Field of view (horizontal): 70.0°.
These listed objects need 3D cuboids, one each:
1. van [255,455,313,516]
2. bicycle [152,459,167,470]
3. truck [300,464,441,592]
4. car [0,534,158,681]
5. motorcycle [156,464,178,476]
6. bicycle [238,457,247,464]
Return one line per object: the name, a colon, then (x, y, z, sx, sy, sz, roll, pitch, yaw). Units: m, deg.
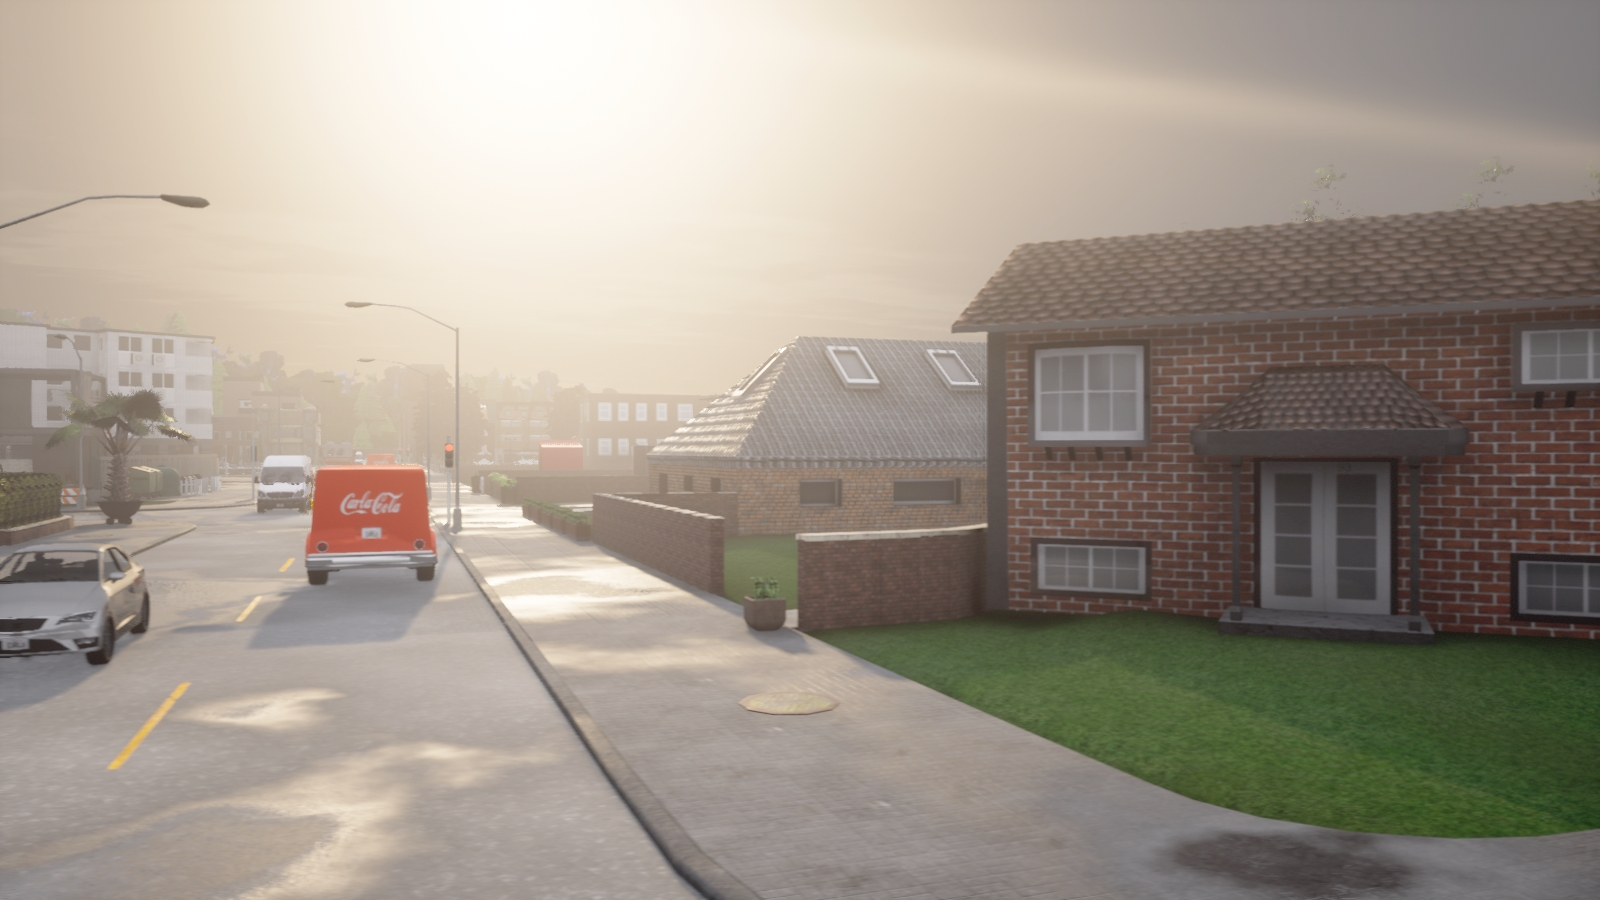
van: (-23.515, 1.534, 52.241, 1.988, 2.561, 5.915, 0, 0, -20)
bicycle: (-90.828, 2.061, 161.963, 1.835, 1.471, 0.329, 0, 0, -20)
truck: (-9.456, 1.565, 25.286, 2.627, 2.467, 5.204, 0, 0, -20)
car: (-10.311, 2.066, 15.885, 1.816, 1.474, 4.193, 0, 0, -21)
motorcycle: (-69.246, 2.187, 124.953, 2.033, 1.199, 0.803, 0, 0, -20)
bicycle: (-109.679, 2.057, 224.739, 1.643, 1.496, 0.373, 0, 0, -20)
